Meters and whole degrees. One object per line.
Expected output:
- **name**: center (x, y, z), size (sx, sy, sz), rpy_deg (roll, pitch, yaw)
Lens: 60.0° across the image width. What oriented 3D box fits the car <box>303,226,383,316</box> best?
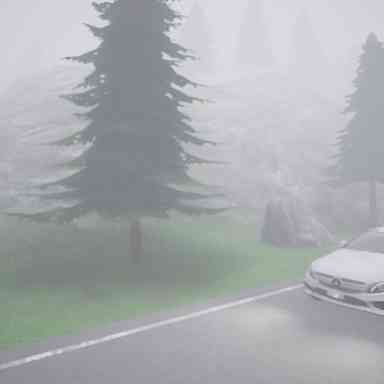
- **car**: center (4.388, 1.489, 7.108), size (4.674, 1.442, 1.812), rpy_deg (0, 0, -35)
